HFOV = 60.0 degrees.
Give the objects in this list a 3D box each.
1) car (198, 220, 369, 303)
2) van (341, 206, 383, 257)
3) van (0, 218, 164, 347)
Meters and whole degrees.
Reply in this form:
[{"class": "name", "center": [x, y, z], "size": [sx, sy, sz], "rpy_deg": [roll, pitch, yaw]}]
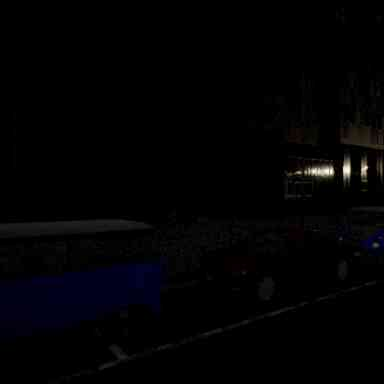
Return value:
[{"class": "car", "center": [2.209, 1.561, 8.222], "size": [4.507, 1.381, 1.887], "rpy_deg": [0, 0, -35]}, {"class": "van", "center": [6.784, 1.371, 11.484], "size": [3.998, 1.788, 1.690], "rpy_deg": [0, 0, -35]}, {"class": "van", "center": [-2.365, 1.343, 4.960], "size": [3.998, 1.788, 1.690], "rpy_deg": [0, 0, -35]}]
